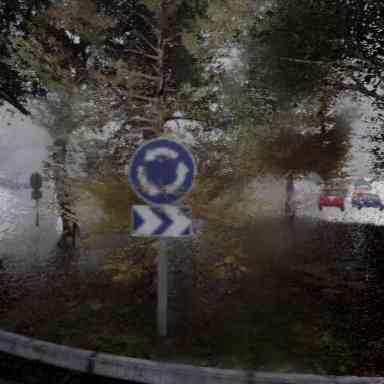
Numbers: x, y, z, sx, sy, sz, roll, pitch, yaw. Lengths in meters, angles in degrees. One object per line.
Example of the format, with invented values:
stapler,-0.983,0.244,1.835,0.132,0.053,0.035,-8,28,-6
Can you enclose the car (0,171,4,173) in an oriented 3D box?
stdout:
car,-28.886,-1.895,53.397,2.435,2.045,5.566,6,4,24

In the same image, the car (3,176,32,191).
car,-24.592,-1.062,49.307,2.097,1.535,5.008,6,4,24

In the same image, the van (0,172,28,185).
van,-26.681,-1.582,51.469,1.878,1.987,4.442,6,4,24

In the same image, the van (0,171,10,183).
van,-35.310,-2.752,59.733,1.878,1.987,4.442,6,4,24

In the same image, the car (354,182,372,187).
car,21.205,0.026,41.352,2.097,1.767,4.553,1,5,29

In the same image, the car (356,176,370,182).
car,25.812,-0.931,50.221,2.150,2.045,5.566,1,5,26

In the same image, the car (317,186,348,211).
car,13.455,0.650,32.360,2.150,2.045,5.566,0,2,19

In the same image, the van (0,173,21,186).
van,-31.078,-2.160,55.384,1.878,1.987,4.442,6,4,24

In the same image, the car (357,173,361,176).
car,32.068,-2.090,63.348,2.097,1.767,4.553,1,5,24

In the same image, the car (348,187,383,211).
car,16.936,0.753,32.314,2.097,1.767,4.553,0,3,17

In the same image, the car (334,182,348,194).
car,23.328,-0.699,51.963,1.812,1.442,4.674,1,5,26

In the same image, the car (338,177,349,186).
car,29.525,-2.022,65.011,1.882,1.535,5.008,1,5,24
